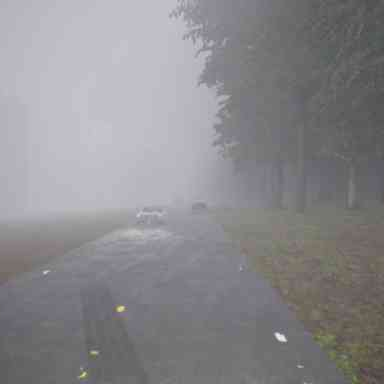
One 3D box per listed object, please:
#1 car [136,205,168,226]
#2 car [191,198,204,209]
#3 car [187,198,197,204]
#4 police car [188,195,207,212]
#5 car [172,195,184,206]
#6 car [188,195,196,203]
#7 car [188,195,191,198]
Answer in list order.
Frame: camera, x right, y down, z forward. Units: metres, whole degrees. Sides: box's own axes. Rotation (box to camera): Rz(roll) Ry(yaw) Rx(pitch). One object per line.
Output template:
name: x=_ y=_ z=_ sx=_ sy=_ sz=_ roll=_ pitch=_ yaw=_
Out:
car: x=-2.840 y=1.665 z=24.187 sx=1.895 sy=1.301 sz=4.718 roll=0 pitch=0 yaw=0
car: x=0.846 y=1.723 z=51.054 sx=1.882 sy=1.535 sz=5.008 roll=0 pitch=-1 yaw=0
car: x=0.031 y=1.971 z=75.546 sx=2.033 sy=1.411 sz=5.357 roll=0 pitch=-1 yaw=0
police car: x=0.842 y=1.580 z=41.161 sx=1.930 sy=1.638 sz=5.238 roll=0 pitch=0 yaw=0
car: x=-2.733 y=1.651 z=65.513 sx=2.150 sy=2.045 sz=5.566 roll=0 pitch=-1 yaw=0
car: x=0.039 y=1.989 z=95.083 sx=2.150 sy=2.045 sz=5.566 roll=0 pitch=-1 yaw=0
car: x=0.847 y=1.668 z=57.027 sx=2.097 sy=1.767 sz=4.553 roll=0 pitch=-1 yaw=0
